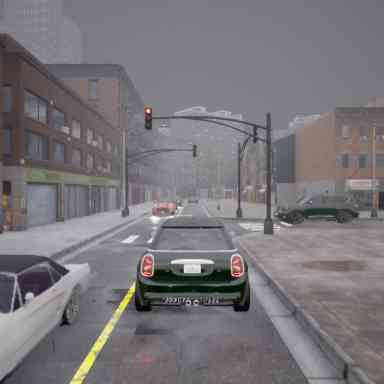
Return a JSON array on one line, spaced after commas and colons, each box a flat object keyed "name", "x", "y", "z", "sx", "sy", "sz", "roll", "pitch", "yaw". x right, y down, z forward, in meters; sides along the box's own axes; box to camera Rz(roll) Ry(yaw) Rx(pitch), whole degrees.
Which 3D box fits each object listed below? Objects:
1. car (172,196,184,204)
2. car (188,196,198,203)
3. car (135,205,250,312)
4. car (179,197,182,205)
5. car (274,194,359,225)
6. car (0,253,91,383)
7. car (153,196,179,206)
[{"name": "car", "x": -2.686, "y": 1.589, "z": 64.029, "sx": 2.033, "sy": 1.411, "sz": 5.357, "roll": 0, "pitch": 0, "yaw": 1}, {"name": "car", "x": 0.206, "y": 1.613, "z": 70.140, "sx": 1.994, "sy": 1.385, "sz": 4.181, "roll": 0, "pitch": 0, "yaw": 0}, {"name": "car", "x": 0.022, "y": 1.352, "z": 7.888, "sx": 2.097, "sy": 1.767, "sz": 4.553, "roll": 0, "pitch": 0, "yaw": 0}, {"name": "car", "x": -2.776, "y": 1.562, "z": 43.349, "sx": 2.033, "sy": 1.411, "sz": 5.357, "roll": 0, "pitch": 0, "yaw": 0}, {"name": "car", "x": 8.592, "y": 1.166, "z": 23.071, "sx": 5.566, "sy": 2.045, "sz": 2.150, "roll": 0, "pitch": 0, "yaw": -3}, {"name": "car", "x": -2.885, "y": 1.600, "z": 4.283, "sx": 1.895, "sy": 1.301, "sz": 4.718, "roll": 0, "pitch": 0, "yaw": 0}, {"name": "car", "x": -2.792, "y": 1.359, "z": 33.880, "sx": 2.097, "sy": 1.767, "sz": 4.553, "roll": 0, "pitch": 0, "yaw": 0}]
